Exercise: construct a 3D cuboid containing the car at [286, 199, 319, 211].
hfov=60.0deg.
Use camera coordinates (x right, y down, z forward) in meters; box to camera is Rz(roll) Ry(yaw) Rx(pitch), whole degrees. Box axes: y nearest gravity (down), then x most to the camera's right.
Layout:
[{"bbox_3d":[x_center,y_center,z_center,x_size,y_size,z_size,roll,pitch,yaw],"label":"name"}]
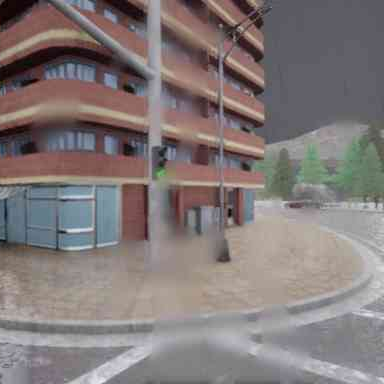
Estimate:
[{"bbox_3d":[15.009,1.736,45.494,1.882,1.535,5.008,0,-1,-29],"label":"car"}]
